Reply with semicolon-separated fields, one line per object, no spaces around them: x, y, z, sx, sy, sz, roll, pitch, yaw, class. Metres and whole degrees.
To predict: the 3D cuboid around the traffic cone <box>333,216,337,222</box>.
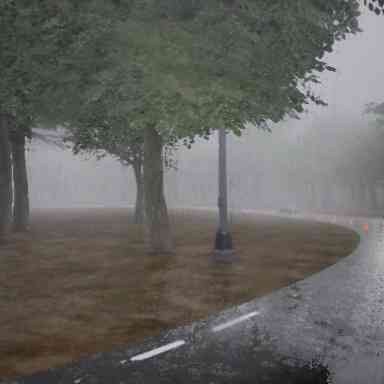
13.697;2.562;31.939;0.340;0.580;0.340;-2;-2;4;traffic cone

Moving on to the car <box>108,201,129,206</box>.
-19.569;3.045;88.355;5.357;1.411;2.033;-1;1;9;car

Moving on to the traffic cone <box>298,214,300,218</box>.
13.353;2.935;41.459;0.340;0.580;0.340;-2;-2;-6;traffic cone

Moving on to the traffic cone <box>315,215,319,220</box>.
13.767;2.746;36.619;0.340;0.580;0.340;-2;-2;-3;traffic cone

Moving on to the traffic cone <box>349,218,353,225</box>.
13.076;2.407;27.299;0.340;0.580;0.340;-2;-2;11;traffic cone

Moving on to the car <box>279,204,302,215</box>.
14.623;2.639;49.645;1.837;1.490;4.892;-2;-1;-9;car

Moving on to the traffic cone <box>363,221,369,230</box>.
11.911;2.279;22.763;0.340;0.580;0.340;-2;-2;18;traffic cone
